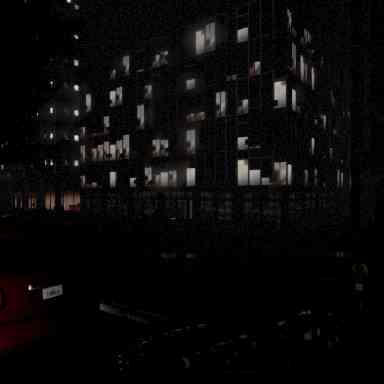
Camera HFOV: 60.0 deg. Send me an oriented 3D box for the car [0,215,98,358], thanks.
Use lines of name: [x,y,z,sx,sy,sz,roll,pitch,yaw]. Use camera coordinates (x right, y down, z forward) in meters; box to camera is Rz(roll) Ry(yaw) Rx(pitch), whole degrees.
car: [-3.662,1.316,5.493,5.009,1.841,2.192,0,0,36]

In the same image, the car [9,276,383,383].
car: [0.833,1.566,2.283,4.313,1.339,1.947,0,0,36]
